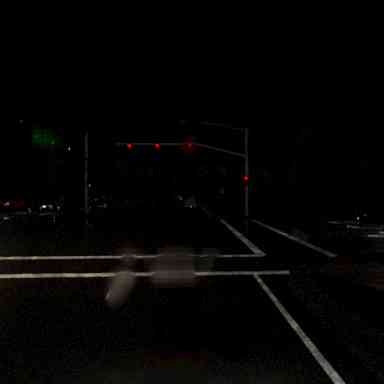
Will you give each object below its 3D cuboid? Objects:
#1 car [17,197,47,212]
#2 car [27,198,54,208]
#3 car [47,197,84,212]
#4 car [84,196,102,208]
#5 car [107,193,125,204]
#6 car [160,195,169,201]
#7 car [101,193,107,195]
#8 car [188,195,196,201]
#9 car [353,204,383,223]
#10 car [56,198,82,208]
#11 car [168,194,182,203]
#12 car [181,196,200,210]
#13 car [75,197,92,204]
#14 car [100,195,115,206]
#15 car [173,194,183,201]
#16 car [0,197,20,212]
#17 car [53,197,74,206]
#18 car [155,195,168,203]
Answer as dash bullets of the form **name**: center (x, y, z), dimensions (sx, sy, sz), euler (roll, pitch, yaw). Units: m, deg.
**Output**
- **car**: center (-18.755, 1.606, 40.902), dimensions (2.033, 1.411, 5.357), euler (0, 0, 0)
- **car**: center (-22.239, 1.634, 49.039), dimensions (1.994, 1.385, 4.181), euler (0, 0, 0)
- **car**: center (-15.217, 1.550, 40.352), dimensions (2.128, 1.511, 4.902), euler (0, 0, 0)
- **car**: center (-15.238, 1.635, 49.256), dimensions (1.994, 1.385, 4.181), euler (0, 0, 0)
- **car**: center (-15.198, 1.323, 68.147), dimensions (2.150, 2.045, 5.566), euler (0, 0, 0)
- **car**: center (-6.988, 1.587, 84.582), dimensions (1.812, 1.442, 4.674), euler (0, 0, 1)
- **car**: center (-18.693, 1.320, 71.478), dimensions (2.150, 2.045, 5.566), euler (0, 0, 0)
- **car**: center (0.010, 1.541, 84.419), dimensions (1.882, 1.535, 5.008), euler (0, 0, 1)
- **car**: center (15.118, 1.584, 24.930), dimensions (5.357, 1.411, 2.033), euler (0, 0, 1)
- **car**: center (-18.744, 1.621, 50.973), dimensions (2.033, 1.411, 5.357), euler (0, 0, 0)
- **car**: center (-3.674, 1.658, 74.641), dimensions (1.994, 1.385, 4.181), euler (0, 0, 1)
- **car**: center (-0.127, 1.588, 43.220), dimensions (1.812, 1.442, 4.674), euler (0, 0, 0)
- **car**: center (-22.196, 1.692, 68.064), dimensions (1.895, 1.301, 4.718), euler (0, 0, 0)
- **car**: center (-15.244, 1.647, 57.666), dimensions (1.994, 1.385, 4.181), euler (0, 0, 0)
- **car**: center (-3.490, 1.418, 84.471), dimensions (2.097, 1.767, 4.553), euler (0, 0, 1)
- **car**: center (-22.217, 1.410, 40.408), dimensions (2.097, 1.767, 4.553), euler (0, 0, 0)
- **car**: center (-22.233, 1.609, 57.780), dimensions (1.812, 1.442, 4.674), euler (0, 0, 0)
- **car**: center (-7.177, 1.643, 74.221), dimensions (2.033, 1.411, 5.357), euler (0, 0, 1)
